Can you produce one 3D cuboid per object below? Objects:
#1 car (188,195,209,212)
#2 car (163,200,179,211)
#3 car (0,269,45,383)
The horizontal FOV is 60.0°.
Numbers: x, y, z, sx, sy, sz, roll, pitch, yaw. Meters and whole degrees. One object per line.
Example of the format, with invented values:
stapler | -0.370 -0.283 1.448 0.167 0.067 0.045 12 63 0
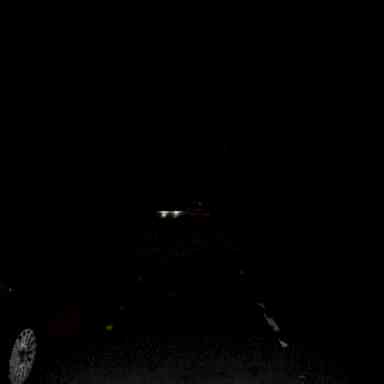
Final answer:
car | 0.954 1.462 41.815 2.150 2.045 5.566 0 -1 0
car | -2.845 1.763 45.005 1.882 1.535 5.008 0 -1 0
car | -2.852 1.494 2.461 2.128 1.511 4.902 0 0 0
